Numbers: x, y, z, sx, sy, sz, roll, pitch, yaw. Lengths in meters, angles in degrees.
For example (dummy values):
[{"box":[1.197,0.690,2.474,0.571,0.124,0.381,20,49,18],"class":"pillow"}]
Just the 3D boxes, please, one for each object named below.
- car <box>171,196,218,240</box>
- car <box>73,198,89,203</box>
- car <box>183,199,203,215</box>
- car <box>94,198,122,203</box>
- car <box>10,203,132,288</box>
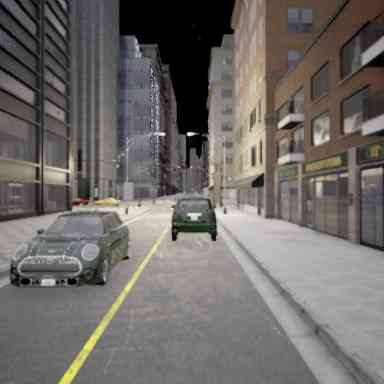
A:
[{"box":[0.101,1.227,17.219,2.150,2.045,5.566,0,0,0],"class":"car"},{"box":[-19.843,1.757,56.725,4.507,1.381,1.887,-1,0,0],"class":"car"},{"box":[0.102,1.547,35.763,2.033,1.411,5.357,0,0,0],"class":"car"},{"box":[-14.389,1.683,56.756,4.829,1.417,1.752,-1,0,0],"class":"car"},{"box":[-3.095,1.355,9.411,2.097,1.767,4.553,0,0,0],"class":"car"}]
